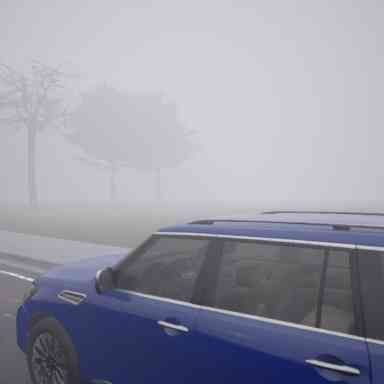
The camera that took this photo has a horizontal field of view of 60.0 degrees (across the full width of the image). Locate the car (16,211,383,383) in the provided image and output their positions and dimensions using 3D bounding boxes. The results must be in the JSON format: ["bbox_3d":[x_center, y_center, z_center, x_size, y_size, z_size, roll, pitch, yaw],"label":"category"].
[{"bbox_3d":[0.541,1.222,3.307,5.566,2.045,2.150,0,0,35],"label":"car"}]
